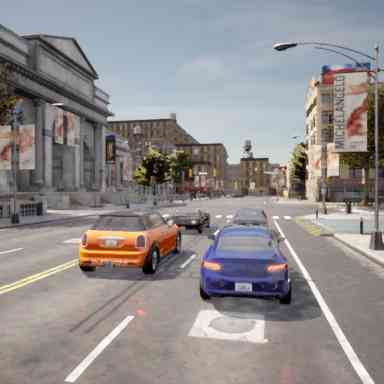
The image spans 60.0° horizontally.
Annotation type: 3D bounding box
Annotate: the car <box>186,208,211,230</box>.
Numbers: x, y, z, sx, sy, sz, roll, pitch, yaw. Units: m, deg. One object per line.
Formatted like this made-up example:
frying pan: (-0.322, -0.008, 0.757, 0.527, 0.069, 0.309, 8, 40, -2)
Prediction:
car: (-0.065, 1.601, 19.609, 1.895, 1.301, 4.718, 0, 0, 11)

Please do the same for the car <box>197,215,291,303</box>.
car: (1.314, 1.526, 8.176, 1.812, 1.442, 4.674, 0, 0, 10)

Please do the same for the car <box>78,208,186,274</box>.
car: (-1.744, 1.352, 10.821, 2.097, 1.767, 4.553, 0, 0, 10)

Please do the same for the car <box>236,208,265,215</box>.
car: (3.091, 1.547, 17.537, 2.033, 1.411, 5.357, 0, 0, 11)
